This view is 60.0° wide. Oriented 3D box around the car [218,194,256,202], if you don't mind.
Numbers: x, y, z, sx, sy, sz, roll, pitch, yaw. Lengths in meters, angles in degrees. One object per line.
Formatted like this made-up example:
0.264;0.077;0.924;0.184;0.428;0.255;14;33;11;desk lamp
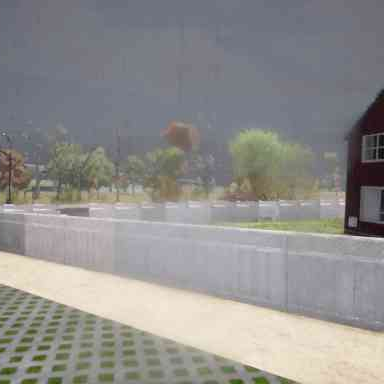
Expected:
5.654;0.989;41.534;5.008;1.535;1.882;0;2;-18;car
